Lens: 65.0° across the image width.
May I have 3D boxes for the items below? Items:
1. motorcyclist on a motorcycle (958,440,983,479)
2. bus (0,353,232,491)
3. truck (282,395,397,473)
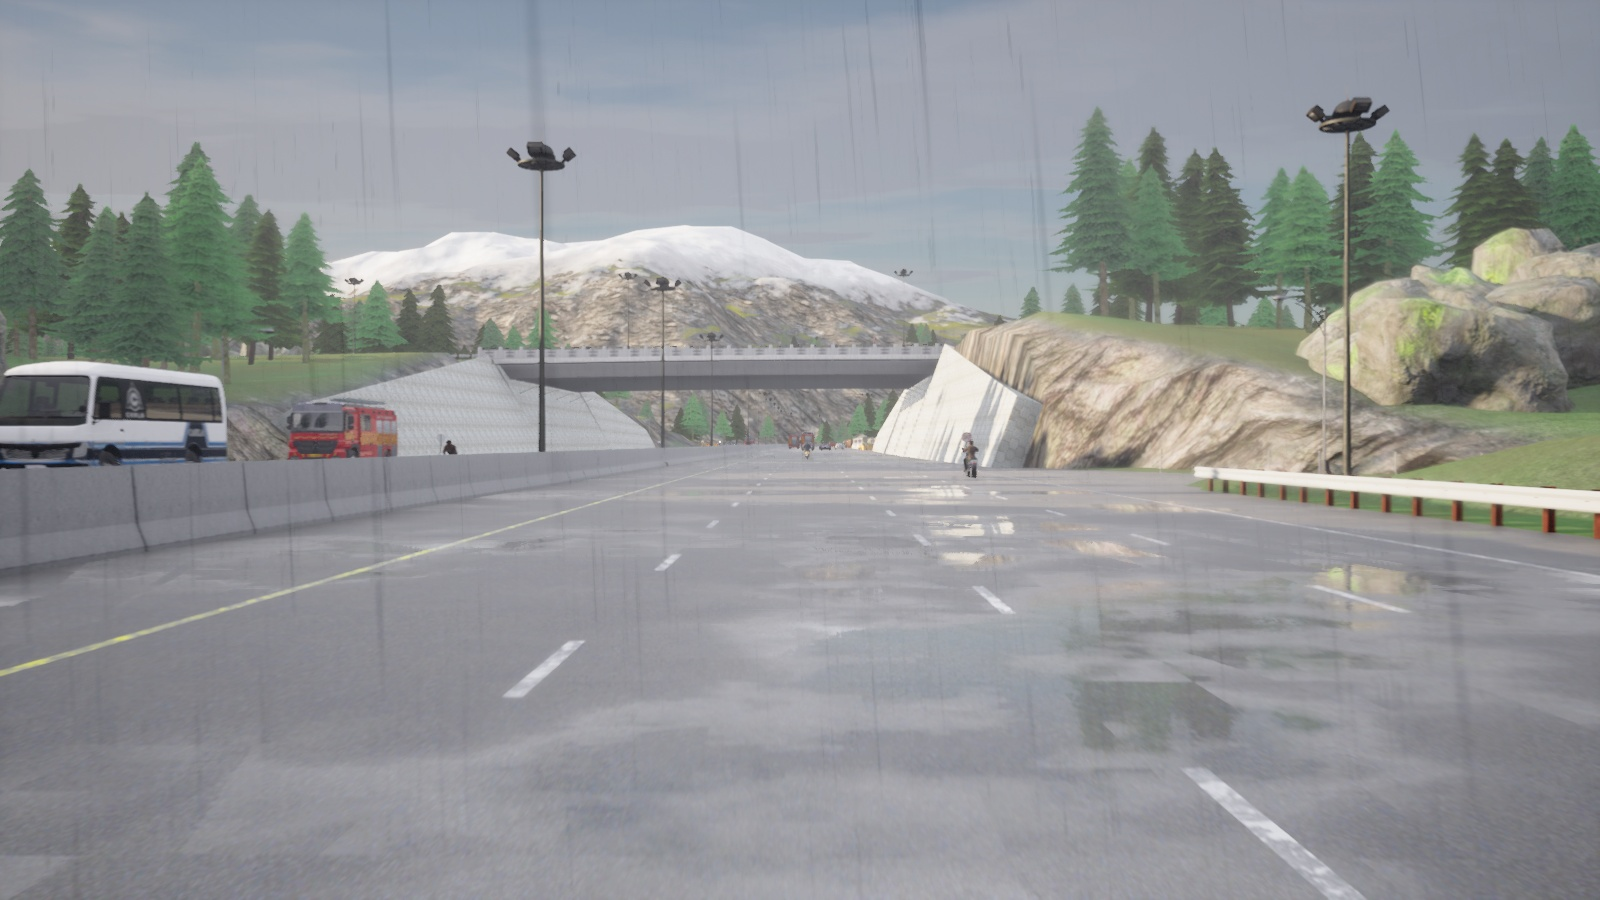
[{"bbox_3d":[7.322,0.393,53.997,0.766,1.649,2.350,0,0,0],"label":"motorcyclist on a motorcycle"},{"bbox_3d":[-24.234,-0.902,43.991,3.944,4.253,10.273,0,0,0],"label":"bus"},{"bbox_3d":[-24.107,-0.818,66.289,2.891,3.827,8.468,0,0,0],"label":"truck"}]
